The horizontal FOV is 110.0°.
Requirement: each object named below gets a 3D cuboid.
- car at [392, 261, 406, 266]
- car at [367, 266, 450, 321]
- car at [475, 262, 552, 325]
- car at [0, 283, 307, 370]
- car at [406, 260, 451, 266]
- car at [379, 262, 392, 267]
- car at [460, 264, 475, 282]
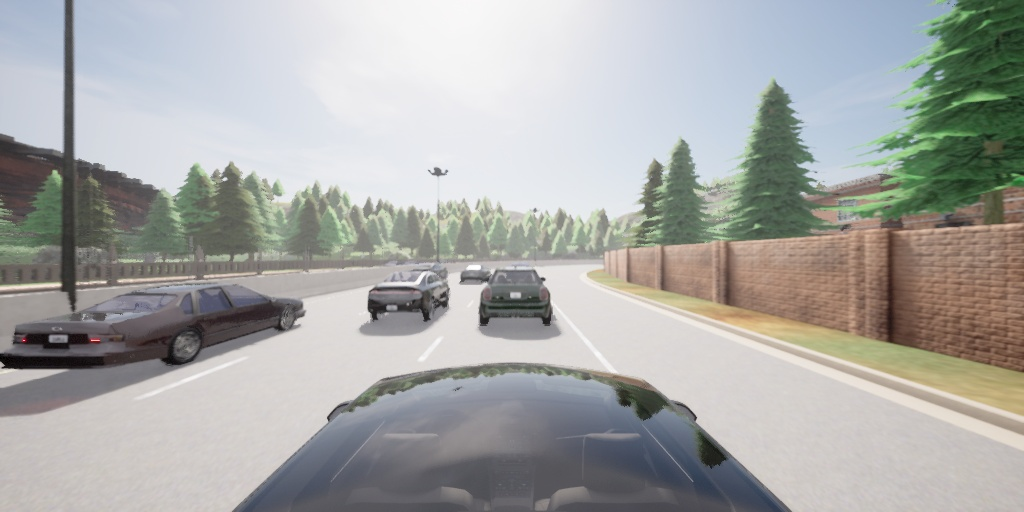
[{"bbox_3d":[-13.581,1.375,48.789,2.033,1.411,5.357,0,0,15],"label":"car"},{"bbox_3d":[-3.399,1.259,12.577,2.128,1.511,4.902,0,0,0],"label":"car"},{"bbox_3d":[0.101,1.119,12.106,2.097,1.767,4.553,0,0,0],"label":"car"},{"bbox_3d":[-6.899,1.308,7.964,2.033,1.411,5.357,0,0,0],"label":"car"},{"bbox_3d":[-6.411,1.299,28.421,1.837,1.490,4.892,0,0,5],"label":"car"},{"bbox_3d":[-16.585,1.379,50.941,2.033,1.411,5.357,0,0,16],"label":"car"},{"bbox_3d":[-2.834,1.359,28.996,1.994,1.385,4.181,0,0,5],"label":"car"}]
